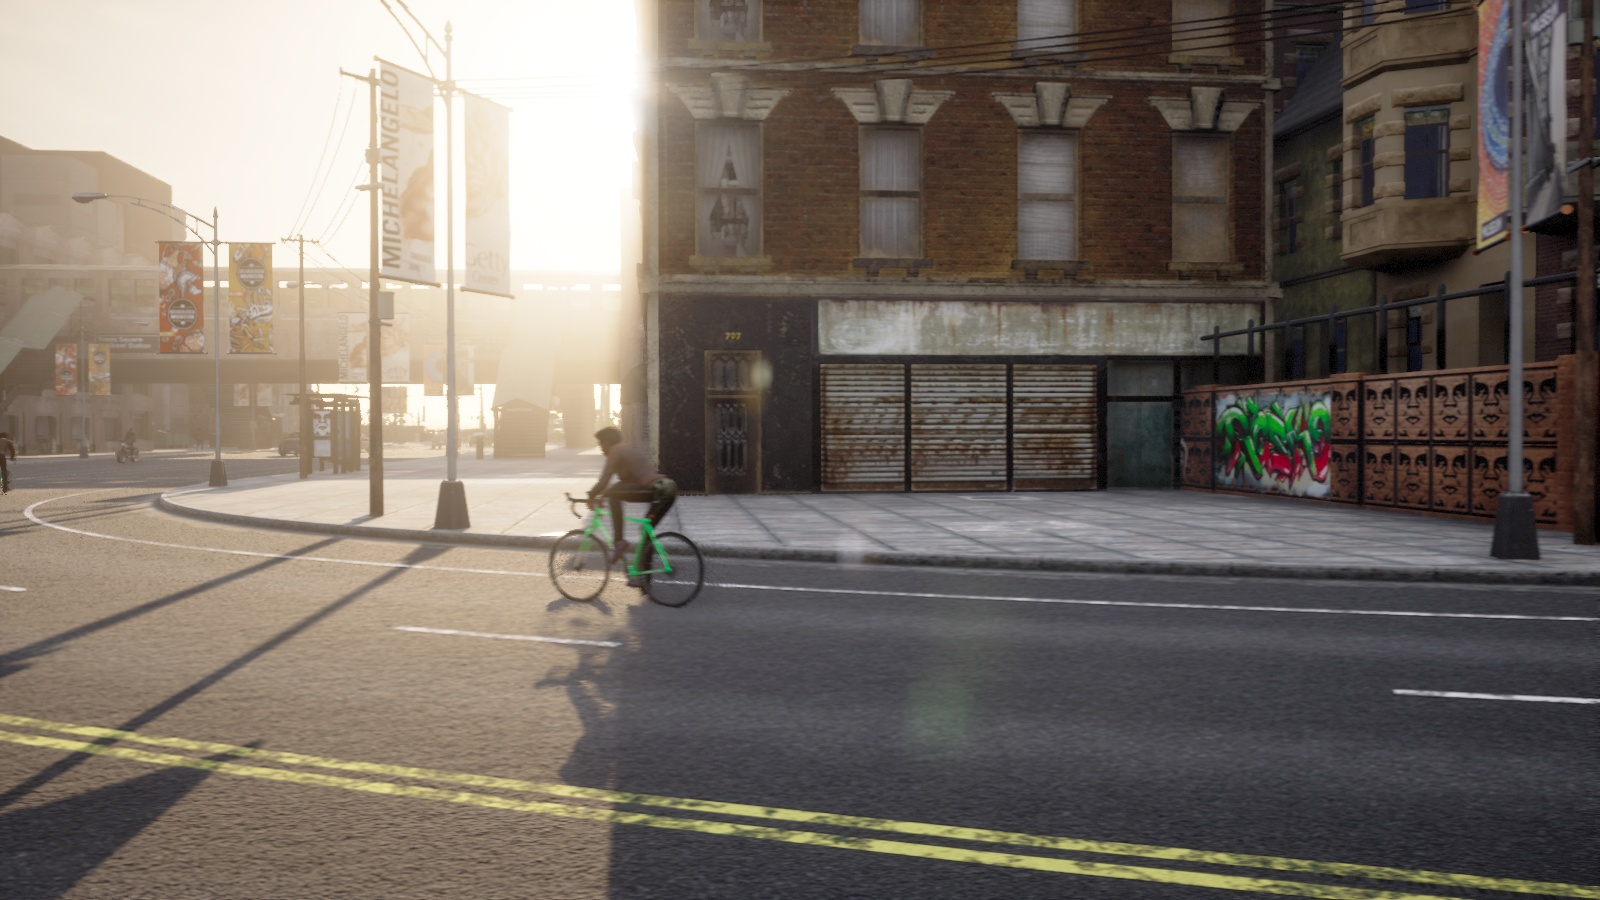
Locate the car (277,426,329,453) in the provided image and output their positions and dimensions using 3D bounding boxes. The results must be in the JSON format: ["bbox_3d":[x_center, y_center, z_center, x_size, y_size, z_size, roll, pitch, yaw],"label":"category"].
[{"bbox_3d":[-33.431,-0.732,84.557,2.097,1.767,4.553,0,1,-6],"label":"car"}]

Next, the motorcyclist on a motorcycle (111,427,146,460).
[{"bbox_3d":[-34.925,-0.354,65.298,0.766,1.649,2.350,0,1,-6],"label":"motorcyclist on a motorcycle"}]

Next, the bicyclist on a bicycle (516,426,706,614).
[{"bbox_3d":[-1.727,0.600,11.426,1.656,1.620,0.582,0,0,24],"label":"bicyclist on a bicycle"}]
